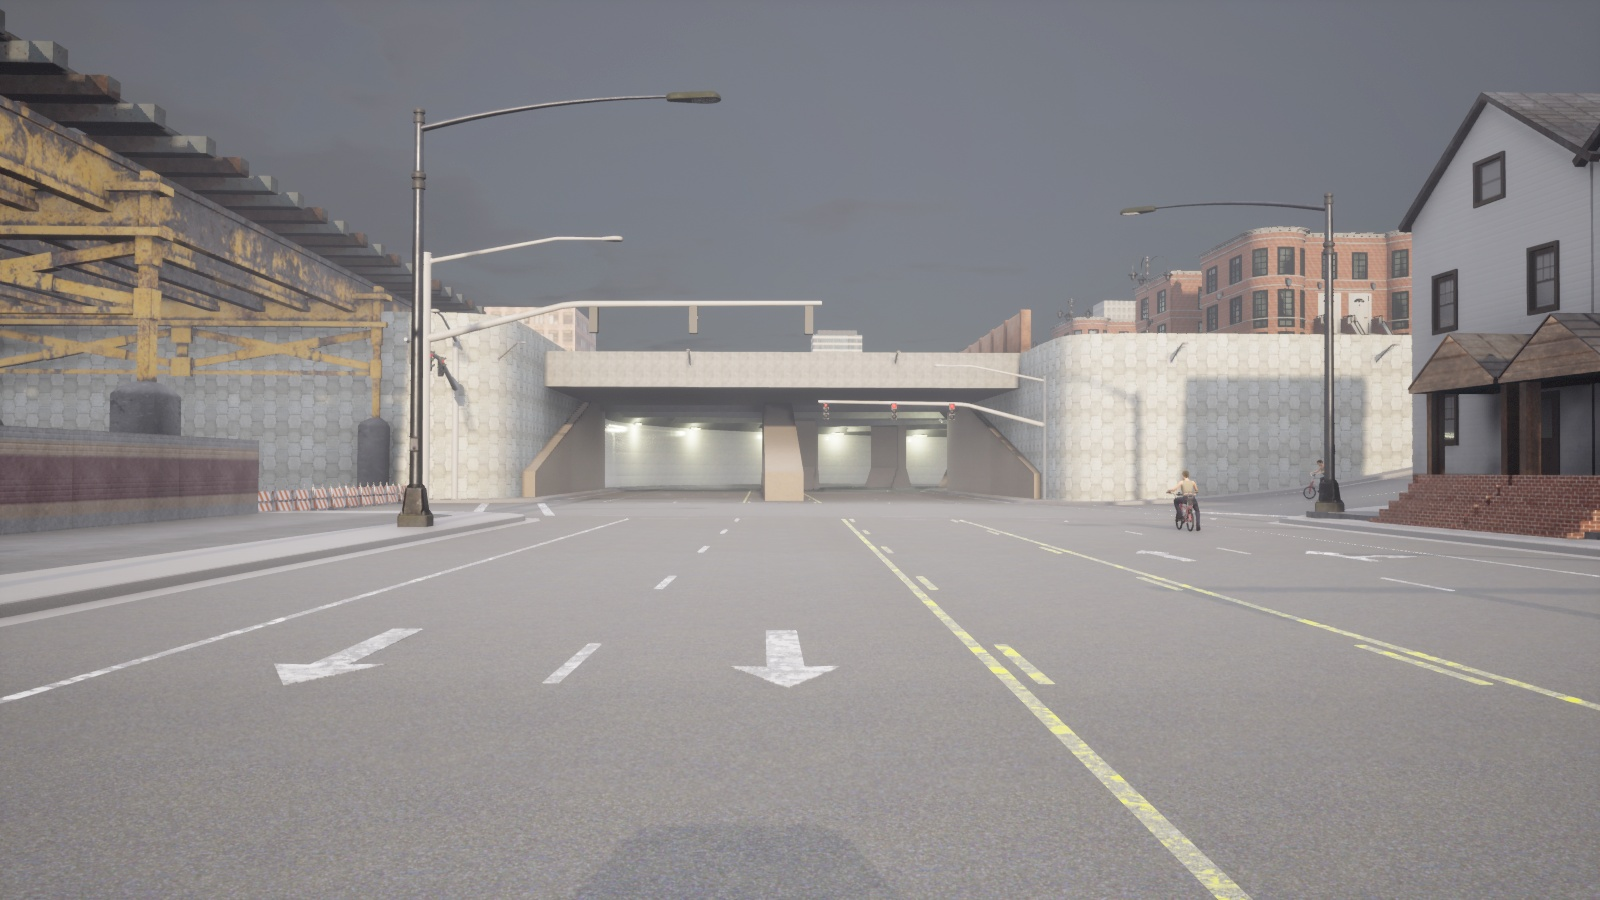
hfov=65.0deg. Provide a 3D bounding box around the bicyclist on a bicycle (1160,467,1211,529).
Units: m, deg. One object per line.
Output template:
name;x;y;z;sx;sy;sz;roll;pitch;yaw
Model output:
bicyclist on a bicycle;10.309;1.273;33.622;0.866;1.612;1.509;0;-1;0
